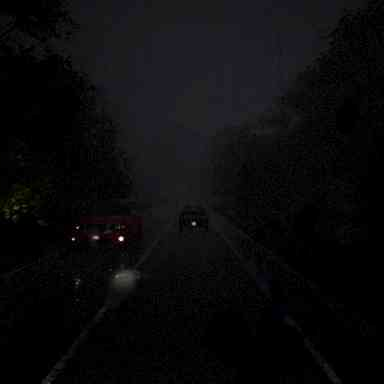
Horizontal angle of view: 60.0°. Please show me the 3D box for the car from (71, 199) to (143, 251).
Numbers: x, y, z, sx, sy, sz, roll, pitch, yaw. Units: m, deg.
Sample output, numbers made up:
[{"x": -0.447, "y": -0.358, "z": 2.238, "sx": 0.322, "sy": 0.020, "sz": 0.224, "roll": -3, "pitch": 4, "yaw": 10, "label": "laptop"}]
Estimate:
[{"x": -3.593, "y": 1.365, "z": 15.165, "sx": 2.150, "sy": 2.045, "sz": 5.566, "roll": 0, "pitch": 0, "yaw": 0, "label": "car"}]

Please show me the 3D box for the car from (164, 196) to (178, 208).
[{"x": -3.521, "y": 1.655, "z": 57.408, "sx": 2.150, "sy": 2.045, "sz": 5.566, "roll": 0, "pitch": 0, "yaw": 1, "label": "car"}]

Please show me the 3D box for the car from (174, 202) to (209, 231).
[{"x": 0.112, "y": 1.685, "z": 22.092, "sx": 2.128, "sy": 1.511, "sz": 4.902, "roll": 0, "pitch": 0, "yaw": 0, "label": "car"}]
